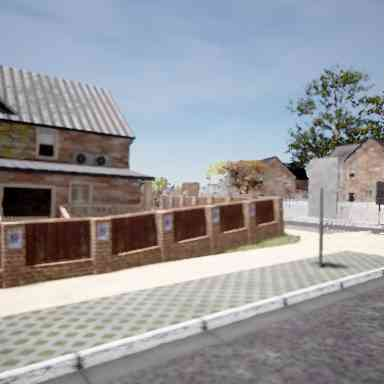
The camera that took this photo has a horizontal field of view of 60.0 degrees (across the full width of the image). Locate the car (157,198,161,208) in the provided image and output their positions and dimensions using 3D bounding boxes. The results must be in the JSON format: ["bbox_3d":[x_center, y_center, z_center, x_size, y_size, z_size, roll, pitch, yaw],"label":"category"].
[{"bbox_3d":[-4.862,1.826,55.985,2.128,1.511,4.902,2,-1,-8],"label":"car"}]
